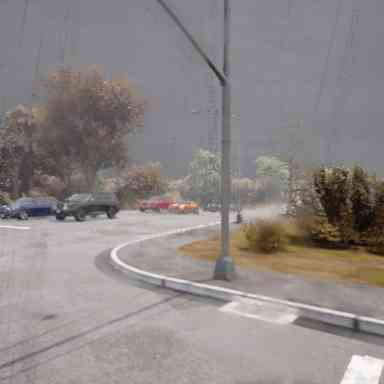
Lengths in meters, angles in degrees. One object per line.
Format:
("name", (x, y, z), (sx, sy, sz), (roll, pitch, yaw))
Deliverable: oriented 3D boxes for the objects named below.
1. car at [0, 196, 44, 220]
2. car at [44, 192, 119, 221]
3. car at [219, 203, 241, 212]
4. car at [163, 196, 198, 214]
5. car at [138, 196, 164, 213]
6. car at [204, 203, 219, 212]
("car", (-11.753, 1.062, 24.456), (2.097, 1.767, 4.553), (1, -1, 26))
("car", (-7.724, 1.010, 24.725), (2.150, 2.045, 5.566), (1, -1, 25))
("car", (6.765, 2.619, 55.186), (2.128, 1.511, 4.902), (1, -2, 25))
("car", (-1.019, 1.661, 38.913), (2.097, 1.767, 4.553), (1, -2, 25))
("car", (-4.246, 1.477, 40.277), (2.150, 2.045, 5.566), (1, -2, 25))
("car", (3.601, 2.612, 56.683), (1.812, 1.442, 4.674), (1, -2, 25))
